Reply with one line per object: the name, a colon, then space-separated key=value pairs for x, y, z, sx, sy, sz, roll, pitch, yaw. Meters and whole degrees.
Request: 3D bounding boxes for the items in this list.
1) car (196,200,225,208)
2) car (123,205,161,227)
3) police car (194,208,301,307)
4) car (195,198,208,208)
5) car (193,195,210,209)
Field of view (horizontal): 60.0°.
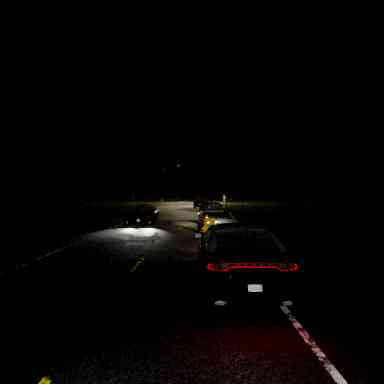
car: x=1.257 y=1.452 z=18.270 sx=1.801 sy=1.575 sz=5.366 roll=0 pitch=0 yaw=1
car: x=-3.275 y=1.559 z=22.531 sx=1.994 sy=1.385 sz=4.181 roll=0 pitch=0 yaw=2
police car: x=1.097 y=1.425 z=8.220 sx=1.930 sy=1.638 sz=5.238 roll=0 pitch=0 yaw=1
car: x=1.397 y=1.471 z=24.060 sx=1.882 sy=1.535 sz=5.008 roll=0 pitch=0 yaw=2
car: x=1.215 y=1.450 z=45.781 sx=1.882 sy=1.535 sz=5.008 roll=0 pitch=0 yaw=3
